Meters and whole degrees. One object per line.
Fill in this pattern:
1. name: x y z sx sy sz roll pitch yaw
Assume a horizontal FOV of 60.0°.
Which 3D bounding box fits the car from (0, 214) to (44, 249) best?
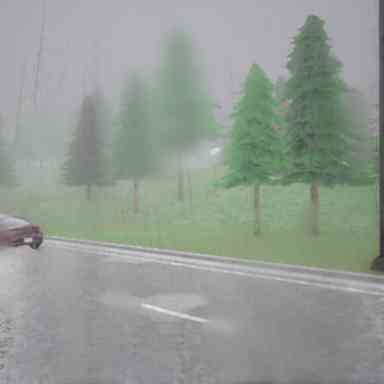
1. car: -8.051 1.663 13.909 4.674 1.442 1.812 0 0 36
